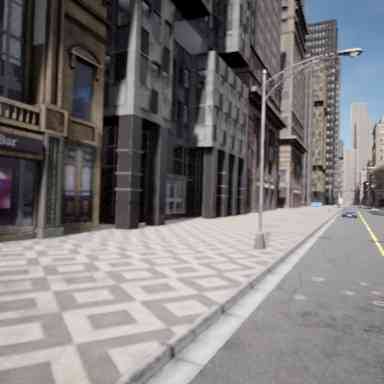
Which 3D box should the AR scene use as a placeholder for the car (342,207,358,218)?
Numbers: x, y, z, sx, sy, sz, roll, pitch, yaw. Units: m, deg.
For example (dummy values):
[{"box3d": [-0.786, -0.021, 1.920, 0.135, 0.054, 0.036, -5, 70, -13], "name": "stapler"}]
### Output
[{"box3d": [21.619, 2.730, 45.606, 2.033, 1.411, 5.357, 1, -1, 26], "name": "car"}]
